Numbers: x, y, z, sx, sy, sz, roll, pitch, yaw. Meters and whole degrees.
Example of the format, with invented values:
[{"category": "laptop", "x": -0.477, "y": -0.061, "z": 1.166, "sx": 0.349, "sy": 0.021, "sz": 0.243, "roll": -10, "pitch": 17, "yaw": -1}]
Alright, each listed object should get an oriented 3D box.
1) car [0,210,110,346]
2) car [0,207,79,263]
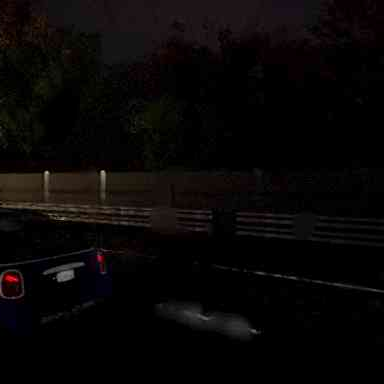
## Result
[{"category": "car", "x": -3.715, "y": 1.257, "z": 6.160, "sx": 4.553, "sy": 1.767, "sz": 2.097, "roll": 1, "pitch": 1, "yaw": 32}, {"category": "car", "x": -6.380, "y": 1.350, "z": 11.742, "sx": 4.674, "sy": 1.442, "sz": 1.812, "roll": 1, "pitch": 1, "yaw": 29}]
